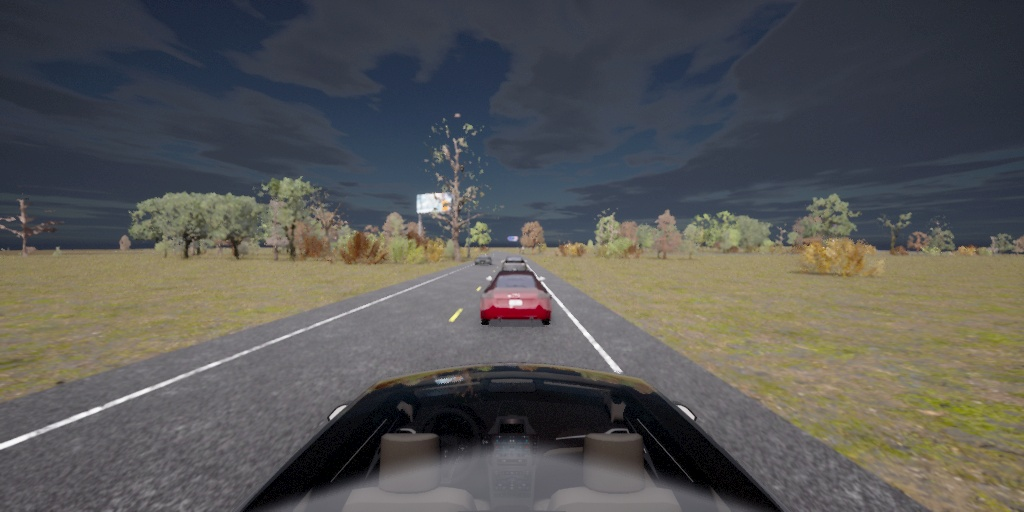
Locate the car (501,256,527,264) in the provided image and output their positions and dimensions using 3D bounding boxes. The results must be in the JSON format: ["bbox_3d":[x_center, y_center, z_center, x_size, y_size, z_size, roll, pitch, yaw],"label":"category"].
[{"bbox_3d":[0.184,0.722,28.043,2.128,1.511,4.902,0,1,0],"label":"car"}]

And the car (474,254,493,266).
[{"bbox_3d":[-3.428,0.485,43.856,1.994,1.385,4.181,0,1,0],"label":"car"}]

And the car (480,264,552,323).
[{"bbox_3d":[0.115,1.126,11.198,1.994,1.385,4.181,0,1,1],"label":"car"}]
